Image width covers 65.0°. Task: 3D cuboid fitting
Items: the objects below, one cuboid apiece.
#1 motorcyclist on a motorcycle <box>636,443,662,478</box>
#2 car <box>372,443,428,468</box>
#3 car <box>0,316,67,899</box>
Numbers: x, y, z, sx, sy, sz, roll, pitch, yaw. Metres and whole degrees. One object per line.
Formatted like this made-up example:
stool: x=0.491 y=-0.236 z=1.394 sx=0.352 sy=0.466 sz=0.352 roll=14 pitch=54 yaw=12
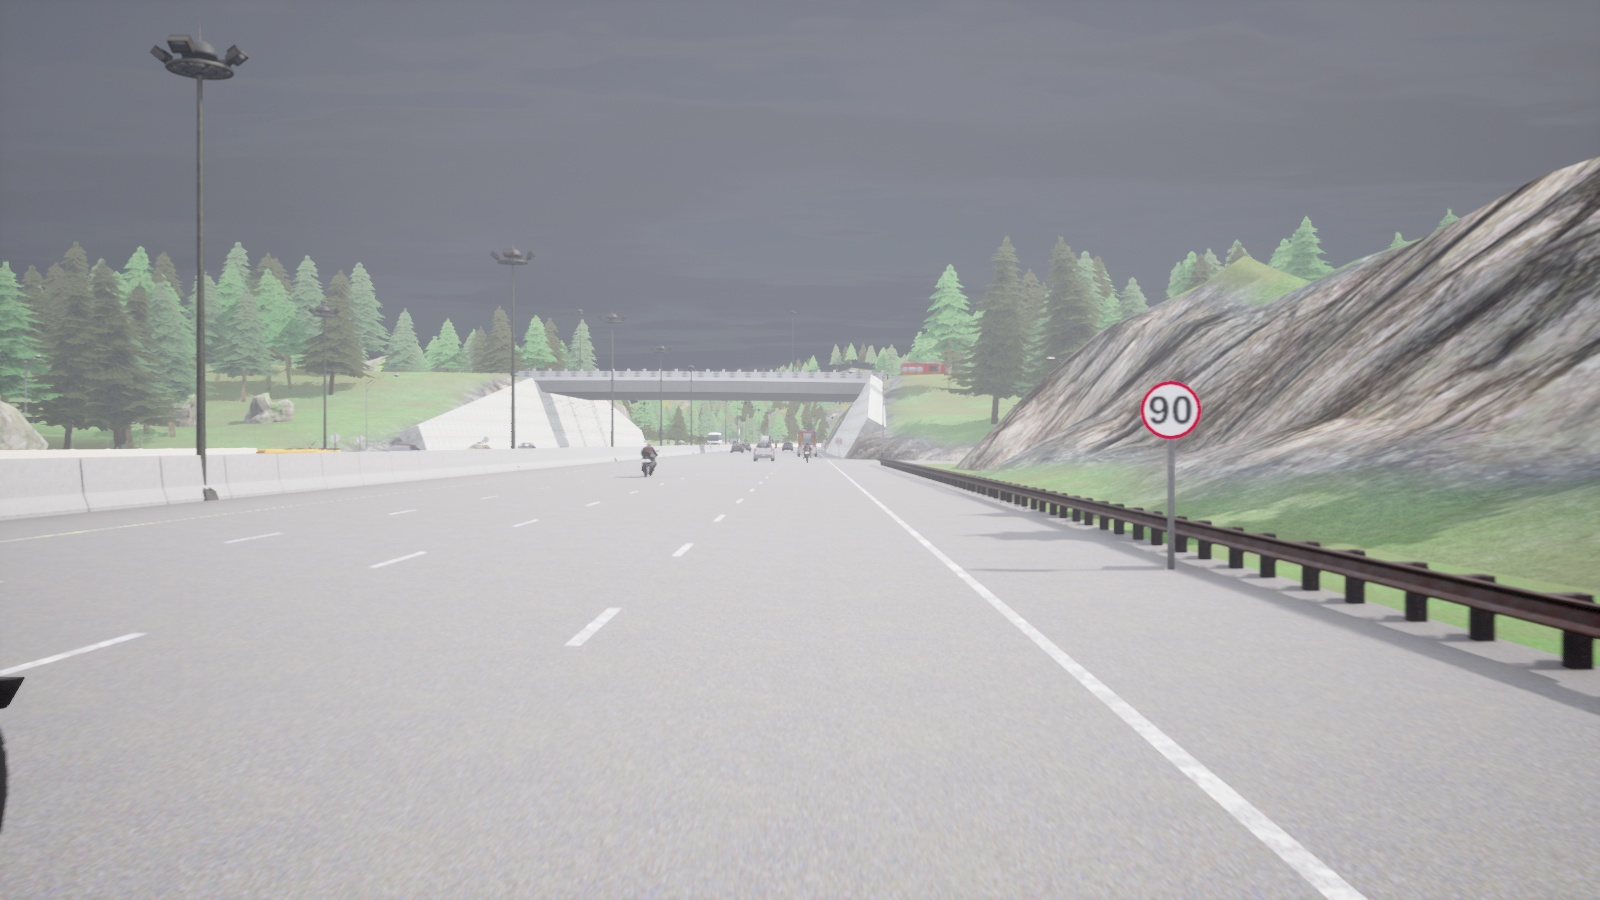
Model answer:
motorcyclist on a motorcycle: x=-6.669 y=0.463 z=55.556 sx=0.866 sy=1.530 sz=2.191 roll=0 pitch=0 yaw=0
car: x=-24.054 y=0.326 z=75.659 sx=1.812 sy=1.442 sz=4.674 roll=0 pitch=0 yaw=0
car: x=-3.471 y=0.526 z=2.362 sx=1.905 sy=1.878 sz=3.866 roll=0 pitch=0 yaw=0
